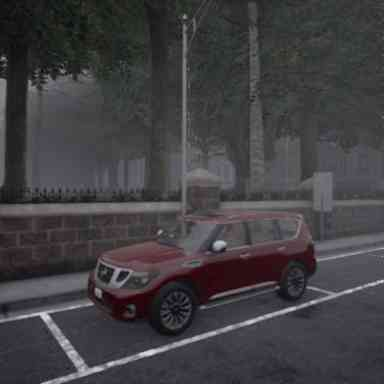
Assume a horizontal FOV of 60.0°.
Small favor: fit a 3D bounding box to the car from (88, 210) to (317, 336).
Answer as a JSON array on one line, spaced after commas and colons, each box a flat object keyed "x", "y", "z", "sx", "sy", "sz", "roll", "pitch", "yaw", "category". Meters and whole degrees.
[{"x": 0.520, "y": 1.345, "z": 6.904, "sx": 5.009, "sy": 1.841, "sz": 2.192, "roll": 0, "pitch": 0, "yaw": -35, "category": "car"}]
